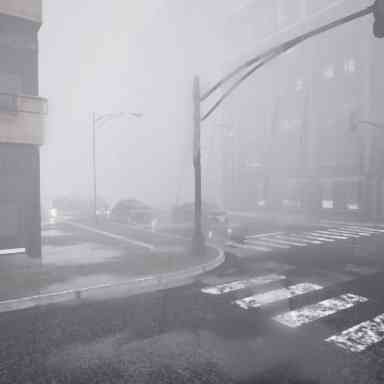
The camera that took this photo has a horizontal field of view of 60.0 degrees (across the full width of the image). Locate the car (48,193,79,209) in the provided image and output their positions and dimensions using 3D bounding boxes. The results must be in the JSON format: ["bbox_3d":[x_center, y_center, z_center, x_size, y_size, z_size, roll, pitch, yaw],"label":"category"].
[{"bbox_3d":[-15.901,1.313,41.051,1.967,1.590,4.097,-1,1,-35],"label":"car"}]

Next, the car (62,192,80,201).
[{"bbox_3d":[-25.182,0.936,69.183,2.192,1.841,5.009,-1,1,-35],"label":"car"}]

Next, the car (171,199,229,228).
[{"bbox_3d":[0.408,1.434,22.031,2.128,1.511,4.902,-1,1,-35],"label":"car"}]

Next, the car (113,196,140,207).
[{"bbox_3d":[-9.109,1.266,45.962,1.752,1.417,4.829,-1,1,-35],"label":"car"}]

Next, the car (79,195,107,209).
[{"bbox_3d":[-11.478,1.397,39.221,2.033,1.411,5.357,-1,1,-35],"label":"car"}]

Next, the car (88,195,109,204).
[{"bbox_3d":[-15.576,1.217,55.307,1.752,1.417,4.829,-1,1,-35],"label":"car"}]

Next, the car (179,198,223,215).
[{"bbox_3d":[0.773,1.360,31.866,1.887,1.381,4.507,-1,1,-35],"label":"car"}]

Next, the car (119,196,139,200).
[{"bbox_3d":[-5.477,1.374,30.537,1.882,1.535,5.008,-1,1,-35],"label":"car"}]

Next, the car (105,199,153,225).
[{"bbox_3d":[-4.401,1.509,24.210,1.887,1.381,4.507,-1,1,-35],"label":"car"}]

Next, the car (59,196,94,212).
[{"bbox_3d":[-12.666,1.449,36.379,2.008,1.369,4.403,-1,1,-35],"label":"car"}]

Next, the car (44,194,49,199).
[{"bbox_3d":[-34.978,1.076,83.343,1.752,1.417,4.829,-1,1,-35],"label":"car"}]

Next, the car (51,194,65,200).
[{"bbox_3d":[-31.648,1.125,78.531,2.008,1.369,4.403,-1,1,-35],"label":"car"}]
